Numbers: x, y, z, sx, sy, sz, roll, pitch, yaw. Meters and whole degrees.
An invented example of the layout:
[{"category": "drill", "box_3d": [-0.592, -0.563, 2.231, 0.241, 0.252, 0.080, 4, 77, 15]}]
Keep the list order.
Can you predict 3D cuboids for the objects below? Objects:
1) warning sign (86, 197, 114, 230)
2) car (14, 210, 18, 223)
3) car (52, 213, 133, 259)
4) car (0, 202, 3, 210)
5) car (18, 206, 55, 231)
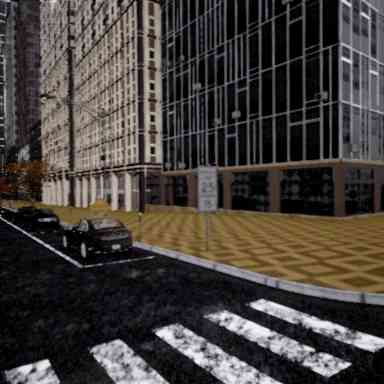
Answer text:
[{"category": "warning sign", "box_3d": [-5.402, 1.221, 19.583, 1.300, 1.860, 1.060, 0, 0, -34]}, {"category": "car", "box_3d": [-13.224, 1.827, 26.842, 1.947, 1.339, 4.313, -2, 1, -34]}, {"category": "car", "box_3d": [-3.750, 1.620, 12.878, 2.008, 1.369, 4.403, -2, 1, -34]}, {"category": "car", "box_3d": [-32.173, 2.250, 54.769, 1.802, 1.307, 4.206, -2, 1, -34]}, {"category": "car", "box_3d": [-10.066, 1.762, 22.188, 1.947, 1.339, 4.313, -2, 1, -34]}]
